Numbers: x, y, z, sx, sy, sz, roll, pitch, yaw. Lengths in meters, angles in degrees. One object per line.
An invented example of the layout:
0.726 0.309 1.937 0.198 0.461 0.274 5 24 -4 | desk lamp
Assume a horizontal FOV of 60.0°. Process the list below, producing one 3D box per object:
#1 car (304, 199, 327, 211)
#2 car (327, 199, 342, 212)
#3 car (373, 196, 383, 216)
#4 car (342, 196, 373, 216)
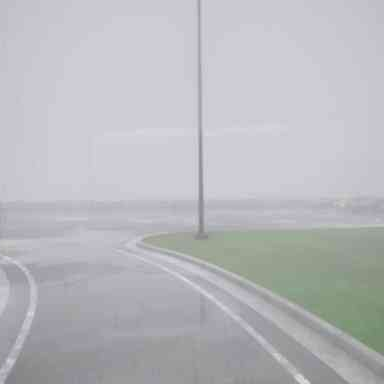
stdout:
14.880 1.417 36.515 4.718 1.301 1.895 -1 0 -7 | car
16.382 1.155 33.169 4.553 1.767 2.097 -1 0 -7 | car
17.277 1.151 26.228 4.553 1.767 2.097 -1 0 -7 | car
16.530 1.282 29.663 5.008 1.535 1.882 -1 0 -7 | car
